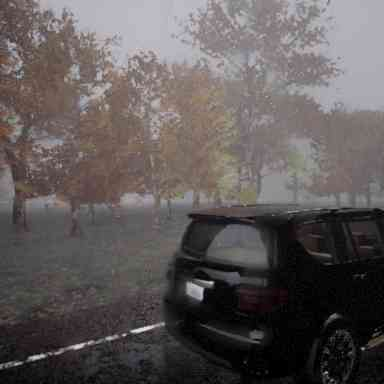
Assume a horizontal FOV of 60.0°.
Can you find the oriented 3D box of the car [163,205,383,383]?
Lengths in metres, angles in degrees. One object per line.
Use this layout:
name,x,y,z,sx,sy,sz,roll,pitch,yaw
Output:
car,2.216,1.225,5.303,5.566,2.045,2.150,0,0,-35
